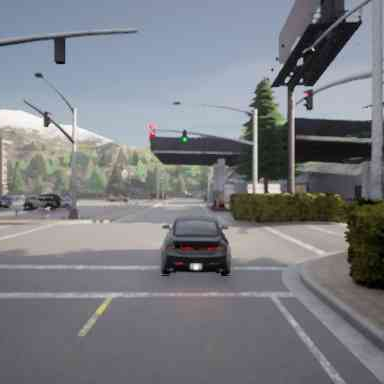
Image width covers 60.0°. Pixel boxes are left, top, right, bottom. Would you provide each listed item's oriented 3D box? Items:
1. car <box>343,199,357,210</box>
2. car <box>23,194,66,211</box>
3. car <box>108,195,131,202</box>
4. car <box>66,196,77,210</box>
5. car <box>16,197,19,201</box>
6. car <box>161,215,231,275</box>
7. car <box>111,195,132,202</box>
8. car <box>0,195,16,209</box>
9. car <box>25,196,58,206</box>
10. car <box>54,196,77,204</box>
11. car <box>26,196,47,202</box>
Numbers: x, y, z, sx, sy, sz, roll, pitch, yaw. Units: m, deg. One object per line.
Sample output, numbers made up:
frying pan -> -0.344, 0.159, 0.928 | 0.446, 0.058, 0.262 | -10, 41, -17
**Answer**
car -> 17.225, 1.560, 37.187 | 2.242, 1.667, 4.611 | 0, 0, -1
car -> -16.779, 1.158, 37.530 | 3.866, 1.878, 1.905 | 0, 0, -1
car -> -16.445, 1.493, 75.114 | 5.027, 1.636, 2.152 | 0, 0, -1
car -> -16.187, 1.450, 40.858 | 3.806, 1.475, 1.970 | 0, 0, -1
car -> -42.550, 1.543, 78.084 | 3.633, 1.501, 1.845 | 0, 0, -1
car -> 0.105, 1.493, 10.455 | 1.837, 1.490, 4.892 | 1, 1, 0
car -> -16.516, 1.509, 78.251 | 4.514, 1.523, 2.007 | 0, 0, -1
car -> -24.666, 1.186, 40.769 | 4.605, 1.855, 1.932 | 0, 0, -1
car -> -24.030, 1.413, 53.230 | 4.514, 1.523, 2.007 | 0, 0, -1
car -> -24.047, 1.456, 63.222 | 3.633, 1.501, 1.845 | 0, 0, -1
car -> -35.111, 1.547, 75.149 | 3.806, 1.475, 1.970 | 0, 0, -1
